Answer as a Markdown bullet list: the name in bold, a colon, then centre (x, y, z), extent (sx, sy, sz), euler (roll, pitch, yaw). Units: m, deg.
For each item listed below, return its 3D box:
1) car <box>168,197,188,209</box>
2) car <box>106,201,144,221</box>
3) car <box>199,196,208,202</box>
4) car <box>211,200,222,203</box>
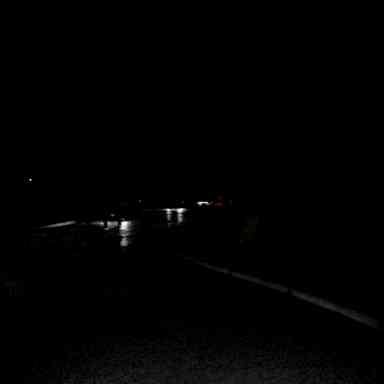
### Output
- **car**: centre (-1.871, 1.372, 44.055), extent (1.812, 1.442, 4.674), euler (-1, 0, 14)
- **car**: centre (-5.719, 1.580, 28.661), extent (1.837, 1.490, 4.892), euler (-1, 0, 14)
- **car**: centre (2.585, 1.223, 61.562), extent (1.994, 1.385, 4.181), euler (-1, 0, 14)
- **car**: centre (4.865, 1.088, 56.252), extent (1.837, 1.490, 4.892), euler (-1, 0, 14)
